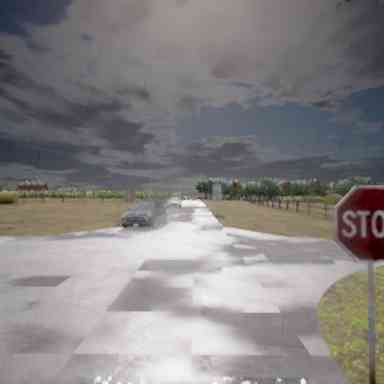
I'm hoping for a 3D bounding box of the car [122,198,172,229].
[{"bbox_3d":[-3.032,1.397,22.160,2.097,1.767,4.553,-1,0,9],"label":"car"}]

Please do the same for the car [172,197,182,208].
[{"bbox_3d":[-2.465,1.498,46.854,1.812,1.442,4.674,0,0,0],"label":"car"}]
